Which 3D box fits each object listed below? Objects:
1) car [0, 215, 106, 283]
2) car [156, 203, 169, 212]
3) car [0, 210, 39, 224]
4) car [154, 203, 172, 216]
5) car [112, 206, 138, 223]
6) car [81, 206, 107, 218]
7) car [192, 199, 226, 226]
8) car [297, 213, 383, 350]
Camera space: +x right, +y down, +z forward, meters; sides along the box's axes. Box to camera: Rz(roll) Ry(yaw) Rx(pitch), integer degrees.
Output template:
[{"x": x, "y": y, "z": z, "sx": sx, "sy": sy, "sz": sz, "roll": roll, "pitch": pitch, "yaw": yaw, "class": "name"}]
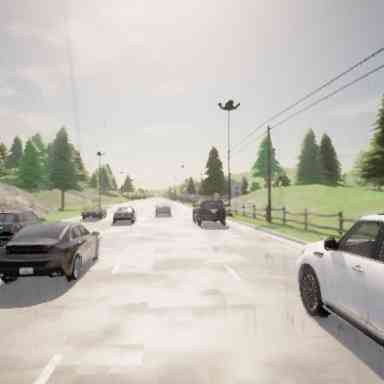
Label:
[{"x": -4.114, "y": 1.669, "z": 10.277, "sx": 1.837, "sy": 1.490, "sz": 4.892, "roll": 0, "pitch": -1, "yaw": -5, "class": "car"}, {"x": -4.525, "y": 2.339, "z": 50.595, "sx": 1.895, "sy": 1.301, "sz": 4.718, "roll": 0, "pitch": -1, "yaw": -6, "class": "car"}, {"x": -8.097, "y": 1.609, "z": 15.426, "sx": 2.097, "sy": 1.767, "sz": 4.553, "roll": 0, "pitch": -1, "yaw": -5, "class": "car"}, {"x": -3.421, "y": 2.069, "z": 39.516, "sx": 2.128, "sy": 1.511, "sz": 4.902, "roll": 0, "pitch": -1, "yaw": -6, "class": "car"}, {"x": -5.987, "y": 2.001, "z": 29.993, "sx": 2.033, "sy": 1.411, "sz": 5.357, "roll": 0, "pitch": -1, "yaw": -6, "class": "car"}, {"x": -9.923, "y": 2.132, "z": 34.167, "sx": 1.895, "sy": 1.301, "sz": 4.718, "roll": 0, "pitch": -1, "yaw": -6, "class": "car"}, {"x": 1.324, "y": 1.604, "z": 27.198, "sx": 2.150, "sy": 2.045, "sz": 5.566, "roll": 0, "pitch": -1, "yaw": -6, "class": "car"}, {"x": 3.343, "y": 1.273, "z": 4.549, "sx": 2.150, "sy": 2.045, "sz": 5.566, "roll": 0, "pitch": -1, "yaw": -3, "class": "car"}]
